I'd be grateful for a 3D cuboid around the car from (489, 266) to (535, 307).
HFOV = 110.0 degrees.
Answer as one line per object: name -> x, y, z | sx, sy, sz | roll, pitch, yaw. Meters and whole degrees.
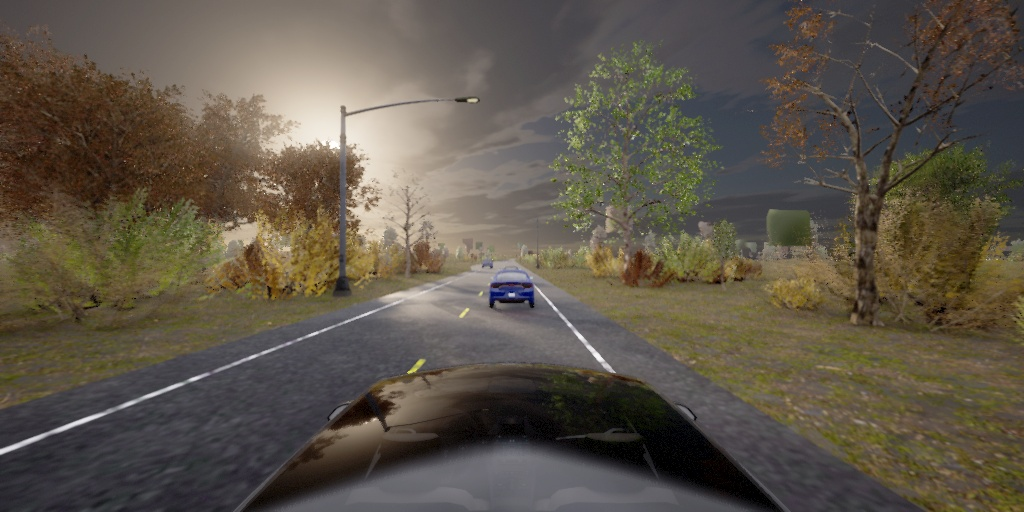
car -> -0.012, 1.362, 16.343 | 1.882, 1.535, 5.008 | 0, 0, 0
